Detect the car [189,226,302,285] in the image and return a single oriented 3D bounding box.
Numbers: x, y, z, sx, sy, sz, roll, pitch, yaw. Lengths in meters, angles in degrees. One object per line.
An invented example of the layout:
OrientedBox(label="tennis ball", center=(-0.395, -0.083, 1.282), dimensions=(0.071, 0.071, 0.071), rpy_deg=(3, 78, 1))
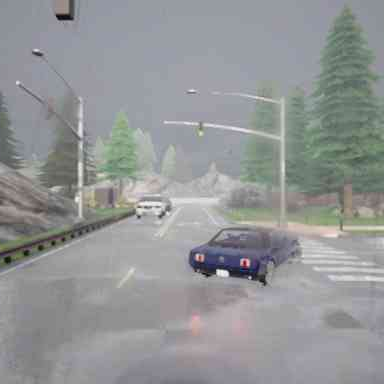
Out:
OrientedBox(label="car", center=(1.849, 1.677, 9.938), dimensions=(1.895, 1.301, 4.718), rpy_deg=(0, 0, 30))

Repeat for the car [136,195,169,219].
OrientedBox(label="car", center=(-3.593, 1.255, 30.157), dimensions=(2.150, 2.045, 5.566), rpy_deg=(0, 0, 0))

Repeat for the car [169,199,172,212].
OrientedBox(label="car", center=(-3.558, 1.396, 40.112), dimensions=(2.097, 1.767, 4.553), rpy_deg=(0, 0, 0))
